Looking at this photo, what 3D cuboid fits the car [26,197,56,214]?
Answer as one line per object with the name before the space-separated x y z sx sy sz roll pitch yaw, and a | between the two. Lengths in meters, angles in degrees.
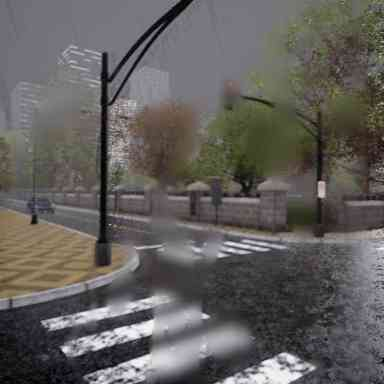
car | -15.592 1.316 34.256 2.097 1.767 4.553 1 0 -36
